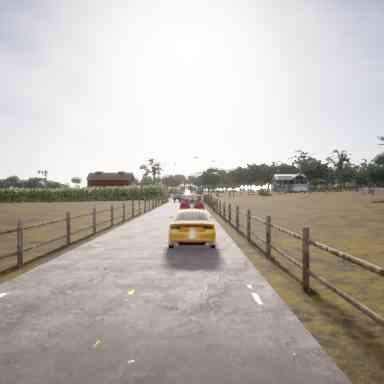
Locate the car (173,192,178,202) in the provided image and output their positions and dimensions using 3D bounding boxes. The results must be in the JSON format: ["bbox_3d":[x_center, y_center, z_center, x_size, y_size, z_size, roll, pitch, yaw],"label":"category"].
[{"bbox_3d":[-2.751,0.940,68.979,2.150,2.045,5.566,0,0,0],"label":"car"}]

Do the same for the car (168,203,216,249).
[{"bbox_3d":[0.000,1.483,14.655,1.882,1.535,5.008,0,0,0],"label":"car"}]

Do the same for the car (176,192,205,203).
[{"bbox_3d":[0.000,1.225,29.694,2.150,2.045,5.566,0,0,0],"label":"car"}]
